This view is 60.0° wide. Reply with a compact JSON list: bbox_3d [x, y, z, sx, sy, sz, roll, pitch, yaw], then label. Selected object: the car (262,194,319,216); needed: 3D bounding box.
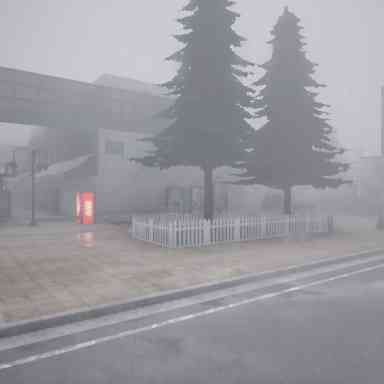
[{"bbox_3d":[9.083,1.203,31.290,2.150,2.045,5.566,0,0,-34],"label":"car"}]
